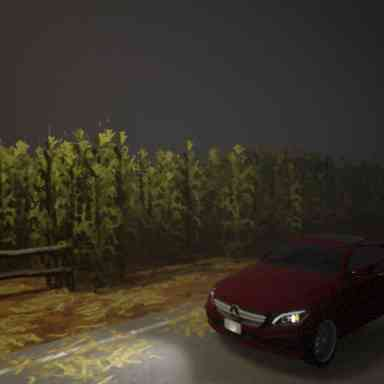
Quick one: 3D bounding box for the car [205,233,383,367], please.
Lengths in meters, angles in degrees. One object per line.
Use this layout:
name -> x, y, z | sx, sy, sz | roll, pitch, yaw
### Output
car -> 2.345, 1.522, 5.932 | 4.674, 1.442, 1.812 | 0, 0, -39
